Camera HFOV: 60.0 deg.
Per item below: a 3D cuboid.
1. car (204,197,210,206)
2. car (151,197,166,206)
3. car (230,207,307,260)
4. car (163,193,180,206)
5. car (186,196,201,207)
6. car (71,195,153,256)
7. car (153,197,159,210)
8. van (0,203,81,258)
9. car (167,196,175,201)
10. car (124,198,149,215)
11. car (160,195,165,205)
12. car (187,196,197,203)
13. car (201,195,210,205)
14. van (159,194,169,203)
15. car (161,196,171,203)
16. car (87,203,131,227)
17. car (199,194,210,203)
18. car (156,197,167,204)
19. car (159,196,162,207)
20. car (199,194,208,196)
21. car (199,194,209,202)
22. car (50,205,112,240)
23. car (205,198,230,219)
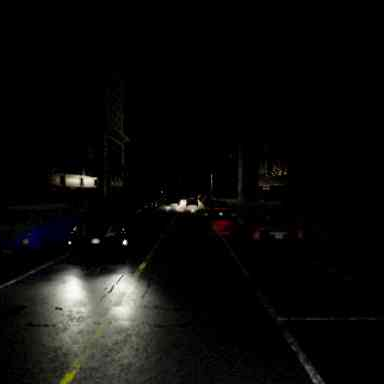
[{"bbox_3d":[2.759,1.607,40.646,1.802,1.307,4.206,0,0,0],"label":"car"},{"bbox_3d":[-5.767,1.591,57.549,2.008,1.369,4.403,0,0,0],"label":"car"},{"bbox_3d":[2.759,1.445,12.464,1.967,1.590,4.097,0,0,0],"label":"car"},{"bbox_3d":[-3.066,1.258,54.513,2.150,2.045,5.566,0,0,0],"label":"car"},{"bbox_3d":[0.029,1.635,51.583,1.895,1.301,4.718,0,0,1],"label":"car"},{"bbox_3d":[-3.101,1.227,13.469,2.150,2.045,5.566,0,0,0],"label":"car"},{"bbox_3d":[-5.767,1.340,40.640,2.192,1.841,5.009,0,0,0],"label":"car"},{"bbox_3d":[-5.766,1.346,12.457,1.690,1.788,3.998,0,0,0],"label":"van"},{"bbox_3d":[-5.769,1.657,91.369,1.947,1.339,4.313,0,0,0],"label":"car"},{"bbox_3d":[-5.767,1.461,35.003,1.967,1.590,4.097,0,0,0],"label":"car"},{"bbox_3d":[-5.767,1.600,51.913,1.947,1.339,4.313,0,0,0],"label":"car"},{"bbox_3d":[-0.002,1.503,68.904,2.033,1.411,5.357,0,0,0],"label":"car"},{"bbox_3d":[2.758,1.617,51.919,1.802,1.307,4.206,0,0,0],"label":"car"},{"bbox_3d":[-5.769,1.395,68.823,1.690,1.788,3.998,0,0,0],"label":"van"},{"bbox_3d":[-5.768,1.587,74.289,1.752,1.417,4.829,0,0,0],"label":"car"},{"bbox_3d":[-5.766,1.562,23.729,2.008,1.369,4.403,0,0,0],"label":"car"},{"bbox_3d":[2.756,1.377,74.463,2.192,1.841,5.009,0,0,0],"label":"car"},{"bbox_3d":[-5.767,1.629,63.187,1.802,1.307,4.206,0,0,0],"label":"car"},{"bbox_3d":[-5.767,1.596,46.277,1.947,1.339,4.313,0,0,0],"label":"car"},{"bbox_3d":[2.757,1.487,63.192,1.967,1.590,4.097,0,0,0],"label":"car"},{"bbox_3d":[2.755,1.386,80.100,2.192,1.841,5.009,0,0,0],"label":"car"},{"bbox_3d":[-5.765,1.533,17.924,1.752,1.417,4.829,0,0,0],"label":"car"},{"bbox_3d":[2.354,1.520,29.344,1.837,1.490,4.892,0,0,0],"label":"car"}]
